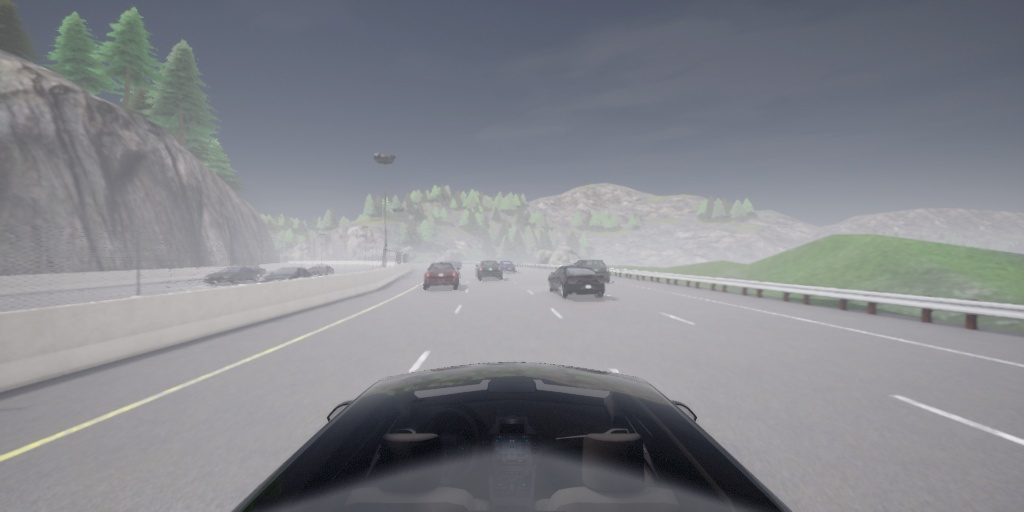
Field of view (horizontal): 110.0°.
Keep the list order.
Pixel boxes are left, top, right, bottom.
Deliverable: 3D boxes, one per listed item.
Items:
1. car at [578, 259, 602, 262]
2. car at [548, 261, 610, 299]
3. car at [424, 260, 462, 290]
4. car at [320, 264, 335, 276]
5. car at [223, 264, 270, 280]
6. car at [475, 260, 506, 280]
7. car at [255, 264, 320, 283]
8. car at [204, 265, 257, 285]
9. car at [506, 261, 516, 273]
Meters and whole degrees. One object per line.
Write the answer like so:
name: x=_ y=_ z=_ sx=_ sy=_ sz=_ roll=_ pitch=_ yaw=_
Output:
car: x=5.623 y=1.031 z=27.027 sx=2.097 sy=1.767 sz=4.553 roll=-1 pitch=0 yaw=-8
car: x=3.083 y=1.189 z=18.034 sx=1.882 sy=1.535 sz=5.008 roll=0 pitch=0 yaw=-5
car: x=-4.543 y=1.166 z=23.704 sx=2.097 sy=1.767 sz=4.553 roll=-1 pitch=0 yaw=-7
car: x=-22.102 y=1.614 z=41.719 sx=1.994 sy=1.385 sz=4.181 roll=-1 pitch=0 yaw=-12
car: x=-28.617 y=1.682 z=38.875 sx=2.033 sy=1.411 sz=5.357 roll=-1 pitch=0 yaw=-12
car: x=-2.151 y=1.135 z=31.948 sx=2.097 sy=1.767 sz=4.553 roll=-1 pitch=0 yaw=-9
car: x=-15.608 y=1.486 z=25.265 sx=1.812 sy=1.442 sz=4.674 roll=-1 pitch=0 yaw=-7
car: x=-23.415 y=1.613 z=30.425 sx=2.033 sy=1.411 sz=5.357 roll=-1 pitch=0 yaw=-9
car: x=-0.825 y=1.293 z=44.097 sx=1.812 sy=1.442 sz=4.674 roll=0 pitch=0 yaw=-13
